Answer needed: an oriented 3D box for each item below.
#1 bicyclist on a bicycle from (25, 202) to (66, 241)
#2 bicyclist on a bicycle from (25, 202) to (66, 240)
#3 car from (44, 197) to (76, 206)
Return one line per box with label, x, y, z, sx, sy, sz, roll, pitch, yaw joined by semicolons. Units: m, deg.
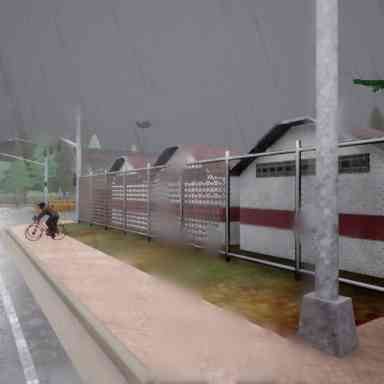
bicyclist on a bicycle;-6.294;1.301;14.319;1.656;1.620;0.582;0;0;-15
bicyclist on a bicycle;-6.814;1.301;15.537;1.656;1.620;0.582;0;0;-39
car;-19.634;1.503;50.011;4.892;1.490;1.837;0;0;-35
